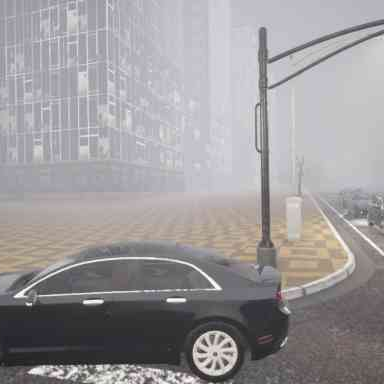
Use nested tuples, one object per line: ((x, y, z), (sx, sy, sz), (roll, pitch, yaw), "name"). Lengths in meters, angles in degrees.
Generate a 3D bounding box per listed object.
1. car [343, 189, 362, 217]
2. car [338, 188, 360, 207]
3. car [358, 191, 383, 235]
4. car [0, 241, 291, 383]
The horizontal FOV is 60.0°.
((10.964, 0.759, 20.757), (1.994, 1.385, 4.181), (-1, 2, 17), "car")
((12.938, 0.453, 26.828), (2.128, 1.511, 4.902), (-1, 2, 18), "car")
((8.937, 0.928, 14.456), (2.128, 1.511, 4.902), (-1, 2, 18), "car")
((-1.121, 1.505, 4.786), (4.892, 1.490, 1.837), (0, 0, 0), "car")
